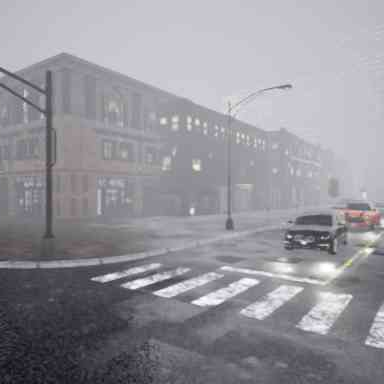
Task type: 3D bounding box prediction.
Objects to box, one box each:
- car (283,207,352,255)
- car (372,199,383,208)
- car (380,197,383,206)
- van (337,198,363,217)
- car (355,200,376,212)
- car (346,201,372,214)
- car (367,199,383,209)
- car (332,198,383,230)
[{"bbox_3d":[5.285,1.572,13.946,1.837,1.490,4.892,0,0,32],"label":"car"},{"bbox_3d":[31.934,1.866,56.350,2.008,1.369,4.403,0,0,35],"label":"car"},{"bbox_3d":[38.286,1.818,65.393,1.967,1.590,4.097,0,-1,35],"label":"car"},{"bbox_3d":[16.050,1.509,33.742,1.690,1.788,3.998,0,0,35],"label":"van"},{"bbox_3d":[22.306,1.750,42.645,1.752,1.417,4.829,0,0,35],"label":"car"},{"bbox_3d":[19.227,1.747,38.262,2.008,1.369,4.403,0,0,35],"label":"car"},{"bbox_3d":[28.757,1.836,51.828,2.008,1.369,4.403,0,0,35],"label":"car"},{"bbox_3d":[11.211,1.465,22.336,2.097,1.767,4.553,0,0,35],"label":"car"}]
